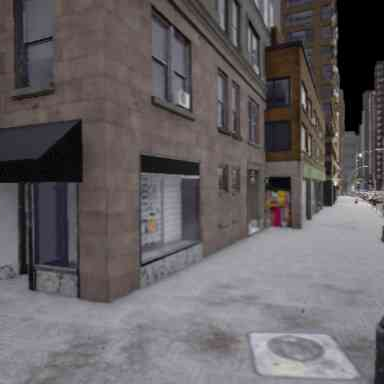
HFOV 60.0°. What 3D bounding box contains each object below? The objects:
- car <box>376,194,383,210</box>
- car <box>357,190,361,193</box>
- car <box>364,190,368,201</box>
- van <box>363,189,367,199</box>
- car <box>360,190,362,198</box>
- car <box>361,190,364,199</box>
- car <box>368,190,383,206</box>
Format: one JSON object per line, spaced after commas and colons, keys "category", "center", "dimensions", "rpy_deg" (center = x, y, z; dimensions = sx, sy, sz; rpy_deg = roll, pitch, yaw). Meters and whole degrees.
{"category": "car", "center": [20.412, 1.206, 33.941], "dimensions": [2.008, 1.369, 4.403], "rpy_deg": [-1, 0, 25]}
{"category": "car", "center": [43.689, 0.792, 84.491], "dimensions": [1.947, 1.339, 4.313], "rpy_deg": [-1, 0, 25]}
{"category": "car", "center": [29.721, 0.933, 54.161], "dimensions": [1.967, 1.590, 4.097], "rpy_deg": [-1, 0, 25]}
{"category": "van", "center": [32.047, 0.792, 59.216], "dimensions": [1.690, 1.788, 3.998], "rpy_deg": [-1, 0, 25]}
{"category": "car", "center": [39.034, 0.885, 74.381], "dimensions": [1.947, 1.339, 4.313], "rpy_deg": [-1, 0, 25]}
{"category": "car", "center": [34.376, 0.848, 64.271], "dimensions": [1.967, 1.590, 4.097], "rpy_deg": [-1, 0, 25]}
{"category": "car", "center": [25.064, 0.889, 44.051], "dimensions": [2.192, 1.841, 5.009], "rpy_deg": [-1, 0, 25]}
